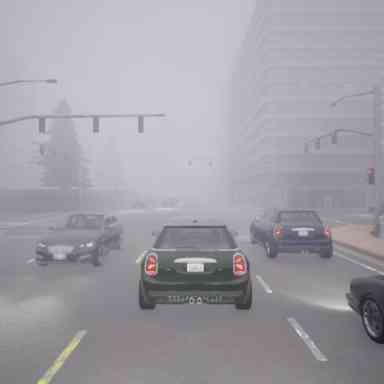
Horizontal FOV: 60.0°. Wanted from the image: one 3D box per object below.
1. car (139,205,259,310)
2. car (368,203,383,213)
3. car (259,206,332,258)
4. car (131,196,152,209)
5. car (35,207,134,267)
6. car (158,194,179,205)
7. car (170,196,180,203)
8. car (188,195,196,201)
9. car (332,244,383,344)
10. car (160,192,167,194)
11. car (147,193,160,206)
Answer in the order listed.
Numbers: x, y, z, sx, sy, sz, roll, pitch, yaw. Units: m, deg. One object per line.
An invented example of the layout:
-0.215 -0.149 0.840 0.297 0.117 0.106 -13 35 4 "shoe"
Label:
0.071 1.351 7.988 2.097 1.767 4.553 0 0 0 "car"
19.936 1.486 32.455 5.357 1.411 2.033 0 0 -18 "car"
3.587 1.350 12.826 2.097 1.767 4.553 0 0 0 "car"
-7.100 1.593 45.613 1.895 1.301 4.718 0 0 0 "car"
-3.602 1.489 11.496 2.128 1.511 4.902 0 0 0 "car"
-3.597 1.483 51.082 2.128 1.511 4.902 0 0 0 "car"
-3.500 1.583 71.100 1.895 1.301 4.718 0 0 0 "car"
0.000 1.511 81.125 2.128 1.511 4.902 0 0 0 "car"
3.599 1.547 3.351 2.033 1.411 5.357 0 0 0 "car"
-7.000 1.213 69.125 2.150 2.045 5.566 0 0 0 "car"
-7.087 1.342 55.213 2.097 1.767 4.553 0 0 0 "car"
